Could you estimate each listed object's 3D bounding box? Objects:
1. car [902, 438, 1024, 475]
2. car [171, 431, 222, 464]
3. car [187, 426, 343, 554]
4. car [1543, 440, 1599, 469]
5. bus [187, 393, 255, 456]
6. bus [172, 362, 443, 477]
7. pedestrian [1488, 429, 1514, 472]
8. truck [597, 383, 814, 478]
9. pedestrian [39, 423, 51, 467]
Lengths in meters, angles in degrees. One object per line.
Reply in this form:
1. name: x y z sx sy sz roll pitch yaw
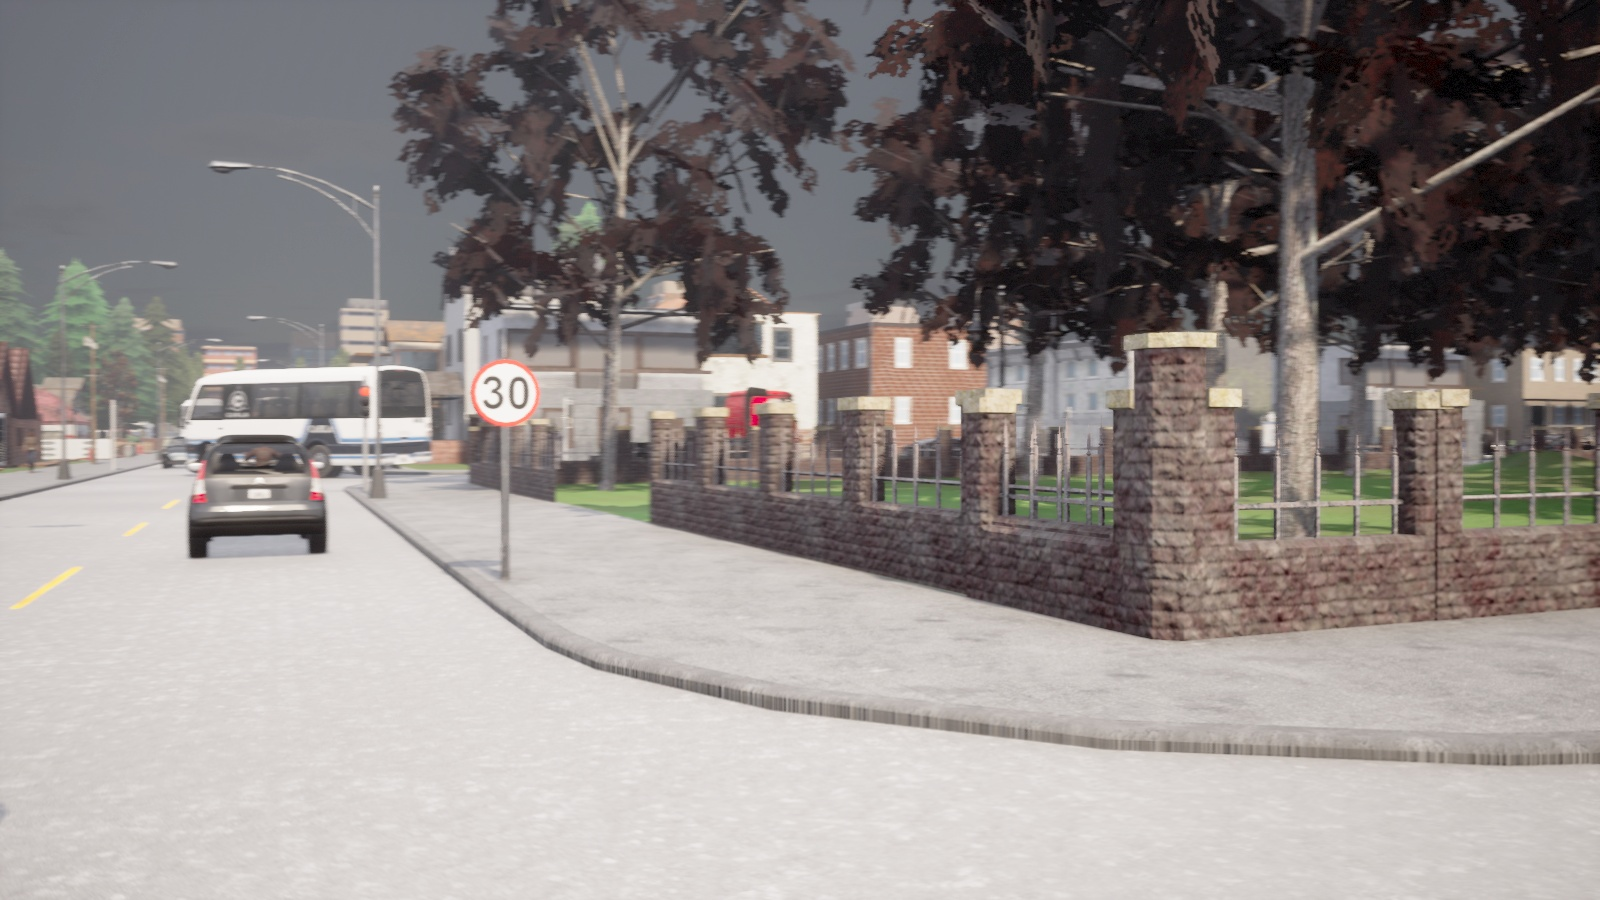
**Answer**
1. car: 6.941 0.251 53.389 4.892 1.490 1.837 0 1 -25
2. car: -31.067 -0.145 64.779 2.033 1.649 4.856 0 1 -21
3. car: -7.676 0.480 18.033 1.851 1.617 3.988 0 1 -23
4. car: 42.333 0.233 67.912 3.705 1.549 1.789 0 1 -22
5. bus: -41.288 -1.792 89.842 3.944 4.253 10.273 0 1 -22
6. bus: -19.672 -1.225 50.087 10.273 4.253 3.944 1 2 24
7. pedestrian: 32.415 0.028 58.074 0.873 1.952 0.659 0 1 -22
8. truck: -3.642 -0.737 48.935 7.936 3.462 2.891 0 1 -26
9. pedestrian: -31.344 -0.220 52.154 0.328 1.805 0.869 0 1 -24
